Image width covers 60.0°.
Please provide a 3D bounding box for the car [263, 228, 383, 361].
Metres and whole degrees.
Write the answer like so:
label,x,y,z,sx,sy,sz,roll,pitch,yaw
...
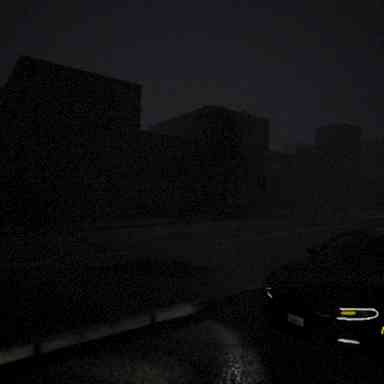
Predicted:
label,x,y,z,sx,sy,sz,roll,pitch,yaw
car,3.381,1.438,6.020,5.008,1.535,1.882,-1,0,-38
